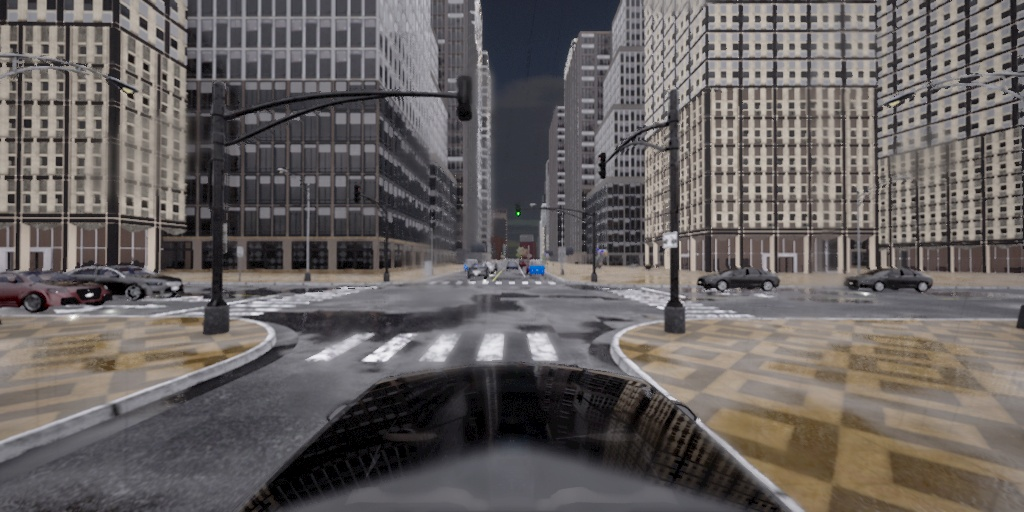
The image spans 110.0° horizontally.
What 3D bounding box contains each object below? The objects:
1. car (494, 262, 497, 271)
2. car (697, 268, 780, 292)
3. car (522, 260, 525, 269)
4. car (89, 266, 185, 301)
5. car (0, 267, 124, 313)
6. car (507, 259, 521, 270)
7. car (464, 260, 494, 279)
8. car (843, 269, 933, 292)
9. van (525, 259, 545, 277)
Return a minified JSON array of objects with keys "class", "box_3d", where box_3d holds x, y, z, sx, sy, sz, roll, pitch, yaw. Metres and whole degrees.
[{"class":"car","box_3d":[-3.211,1.529,45.505,1.812,1.442,4.674,0,0,0]},{"class":"car","box_3d":[14.860,1.524,23.669,4.892,1.490,1.837,0,-1,1]},{"class":"car","box_3d":[2.599,1.545,45.034,1.888,1.381,4.507,0,0,0]},{"class":"car","box_3d":[-17.816,1.192,16.309,4.902,1.511,2.128,0,-1,-1]},{"class":"car","box_3d":[-17.429,1.234,13.066,4.181,1.385,1.994,0,-1,-1]},{"class":"car","box_3d":[0.050,1.666,62.749,1.994,1.385,4.181,0,0,0]},{"class":"car","box_3d":[-3.246,1.436,35.331,2.128,1.511,4.902,0,0,0]},{"class":"car","box_3d":[25.010,1.591,23.922,4.892,1.490,1.837,0,-1,-1]},{"class":"van","box_3d":[2.670,1.309,39.496,1.690,1.789,3.998,0,0,0]}]
